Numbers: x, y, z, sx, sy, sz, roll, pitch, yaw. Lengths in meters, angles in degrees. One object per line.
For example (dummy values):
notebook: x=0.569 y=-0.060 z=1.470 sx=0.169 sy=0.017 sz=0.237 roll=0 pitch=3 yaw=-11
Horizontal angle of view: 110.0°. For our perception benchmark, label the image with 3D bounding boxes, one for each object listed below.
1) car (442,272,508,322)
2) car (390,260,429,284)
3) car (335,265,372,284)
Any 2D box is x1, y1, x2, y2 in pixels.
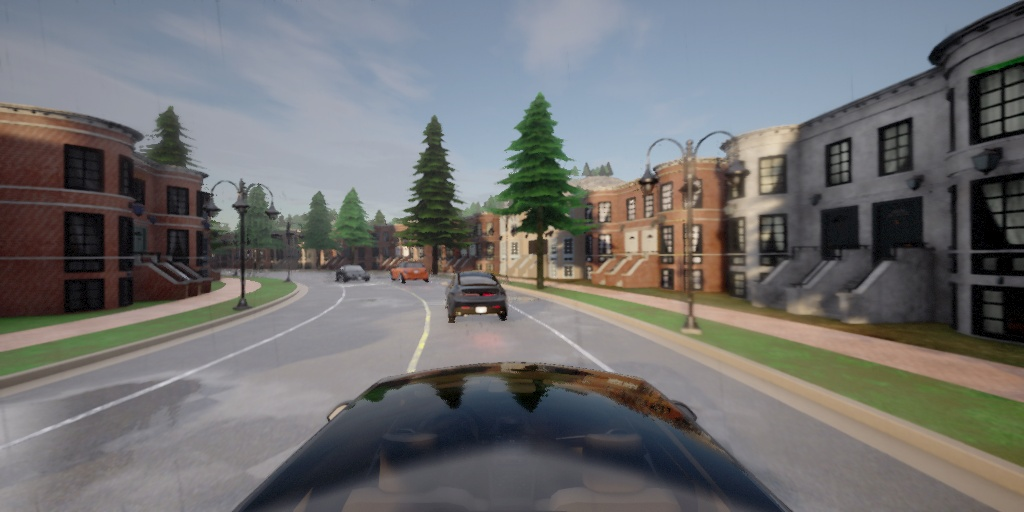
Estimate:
car: x=-1.374 y=1.295 z=12.589 sx=1.837 sy=1.490 sz=4.892 roll=0 pitch=0 yaw=-12
car: x=-8.398 y=1.234 z=29.061 sx=2.097 sy=1.767 sz=4.553 roll=0 pitch=0 yaw=-32
car: x=-13.144 y=1.438 z=29.499 sx=1.812 sy=1.442 sz=4.674 roll=0 pitch=0 yaw=-38
